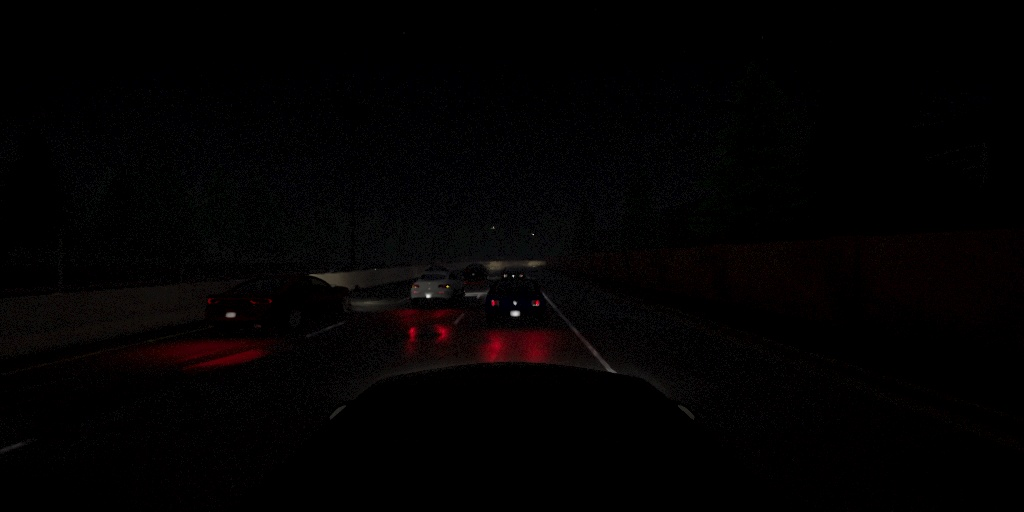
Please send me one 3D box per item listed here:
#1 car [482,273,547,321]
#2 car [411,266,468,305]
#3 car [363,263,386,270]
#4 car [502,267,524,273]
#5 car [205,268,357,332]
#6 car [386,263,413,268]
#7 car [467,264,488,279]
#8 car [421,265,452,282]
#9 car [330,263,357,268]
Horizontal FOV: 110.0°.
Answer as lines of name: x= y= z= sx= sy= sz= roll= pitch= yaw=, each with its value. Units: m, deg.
car: x=0.100 y=1.442 z=12.874 sx=1.895 sy=1.301 sz=4.718 roll=0 pitch=0 yaw=0
car: x=-3.403 y=1.399 z=16.902 sx=1.812 sy=1.442 sz=4.674 roll=0 pitch=0 yaw=0
car: x=-17.569 y=1.619 z=46.148 sx=1.837 sy=1.490 sz=4.892 roll=0 pitch=-1 yaw=0
car: x=0.102 y=1.579 z=29.603 sx=1.895 sy=1.301 sz=4.718 roll=0 pitch=0 yaw=0
car: x=-6.900 y=1.305 z=11.274 sx=1.882 sy=1.535 sz=5.008 roll=0 pitch=0 yaw=0
car: x=-14.071 y=1.619 z=46.157 sx=1.837 sy=1.490 sz=4.892 roll=0 pitch=-1 yaw=0
car: x=-3.397 y=1.492 z=34.097 sx=1.882 sy=1.535 sz=5.008 roll=0 pitch=0 yaw=0
car: x=-6.898 y=1.572 z=33.288 sx=1.994 sy=1.385 sz=4.181 roll=0 pitch=0 yaw=0
car: x=-21.070 y=1.593 z=44.655 sx=2.128 sy=1.511 sz=4.902 roll=0 pitch=-1 yaw=0
